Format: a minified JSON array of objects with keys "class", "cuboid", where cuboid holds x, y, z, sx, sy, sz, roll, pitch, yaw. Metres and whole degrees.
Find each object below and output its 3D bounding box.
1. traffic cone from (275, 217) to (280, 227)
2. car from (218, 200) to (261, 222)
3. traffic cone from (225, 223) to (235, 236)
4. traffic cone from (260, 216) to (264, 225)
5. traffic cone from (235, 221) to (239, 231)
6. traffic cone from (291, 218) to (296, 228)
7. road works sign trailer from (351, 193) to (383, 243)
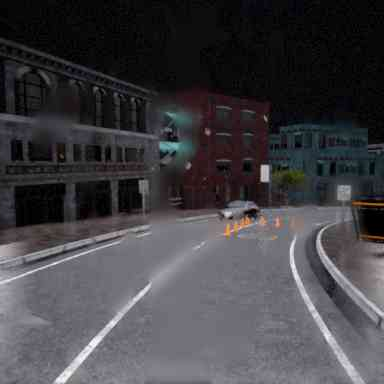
[{"class":"traffic cone","cuboid":[5.674,1.971,22.019,0.340,0.580,0.340,2,1,18]},{"class":"car","cuboid":[3.657,1.390,25.004,2.128,1.511,4.902,2,1,31]},{"class":"traffic cone","cuboid":[1.844,1.904,16.996,0.340,0.580,0.340,2,0,19]},{"class":"traffic cone","cuboid":[4.734,1.933,22.341,0.340,0.580,0.340,2,1,19]},{"class":"traffic cone","cuboid":[2.494,1.903,18.887,0.340,0.580,0.340,2,1,19]},{"class":"traffic cone","cuboid":[6.620,2.009,21.699,0.340,0.580,0.340,2,1,19]},{"class":"road works sign trailer","cuboid":[7.116,1.155,10.558,3.560,2.380,2.880,2,45,37]}]
